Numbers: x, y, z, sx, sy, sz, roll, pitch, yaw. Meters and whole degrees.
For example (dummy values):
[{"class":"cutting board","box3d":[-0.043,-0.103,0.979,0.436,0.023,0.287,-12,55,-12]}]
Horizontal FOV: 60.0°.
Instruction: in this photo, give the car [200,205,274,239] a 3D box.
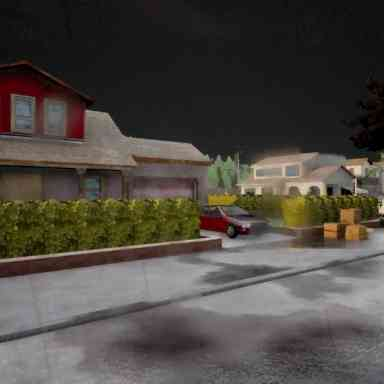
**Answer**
[{"class":"car","box3d":[1.536,1.356,16.530,2.033,1.415,5.357,0,0,-33]}]

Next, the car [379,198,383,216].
[{"class":"car","box3d":[17.170,1.222,24.933,2.150,2.045,5.566,0,0,-38]}]
